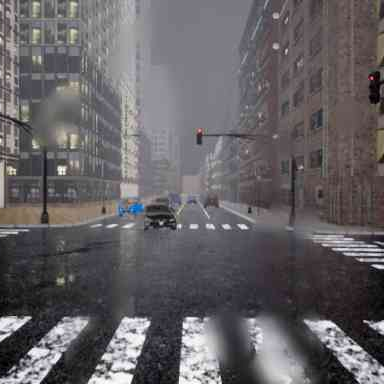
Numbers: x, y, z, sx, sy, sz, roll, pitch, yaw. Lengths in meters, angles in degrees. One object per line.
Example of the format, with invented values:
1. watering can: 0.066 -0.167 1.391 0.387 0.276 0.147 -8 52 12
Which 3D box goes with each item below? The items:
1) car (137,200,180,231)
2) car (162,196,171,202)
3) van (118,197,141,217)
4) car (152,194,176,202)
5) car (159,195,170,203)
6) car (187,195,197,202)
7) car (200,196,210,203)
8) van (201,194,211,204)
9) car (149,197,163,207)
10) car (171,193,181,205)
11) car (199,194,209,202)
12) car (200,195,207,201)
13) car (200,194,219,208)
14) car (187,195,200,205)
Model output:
1. car: -2.203 1.494 20.555 1.837 1.490 4.892 0 0 -12
2. car: -5.669 1.552 75.012 1.752 1.417 4.829 0 0 0
3. van: -5.682 1.344 30.775 1.690 1.788 3.998 0 0 0
4. car: -3.087 1.357 34.655 2.097 1.767 4.553 0 0 0
5. car: -5.670 1.463 69.632 1.967 1.590 4.097 0 0 0
6. car: 0.023 1.413 70.275 2.033 1.411 5.357 0 0 0
7. car: 2.711 1.573 69.630 2.008 1.369 4.403 0 0 0
8. van: 2.708 1.360 64.079 1.690 1.788 3.998 0 0 0
9. car: -5.675 1.538 52.809 1.752 1.417 4.829 0 0 0
10. car: -3.035 1.238 58.159 2.150 2.045 5.566 0 0 1
11. car: 2.711 1.342 75.181 2.192 1.841 5.009 0 0 0
12. car: 3.028 1.567 90.346 1.812 1.442 4.674 0 0 0
13. car: 2.703 1.325 47.427 2.192 1.841 5.009 0 0 0
14. car: 0.022 1.617 60.299 1.895 1.301 4.718 0 0 0
